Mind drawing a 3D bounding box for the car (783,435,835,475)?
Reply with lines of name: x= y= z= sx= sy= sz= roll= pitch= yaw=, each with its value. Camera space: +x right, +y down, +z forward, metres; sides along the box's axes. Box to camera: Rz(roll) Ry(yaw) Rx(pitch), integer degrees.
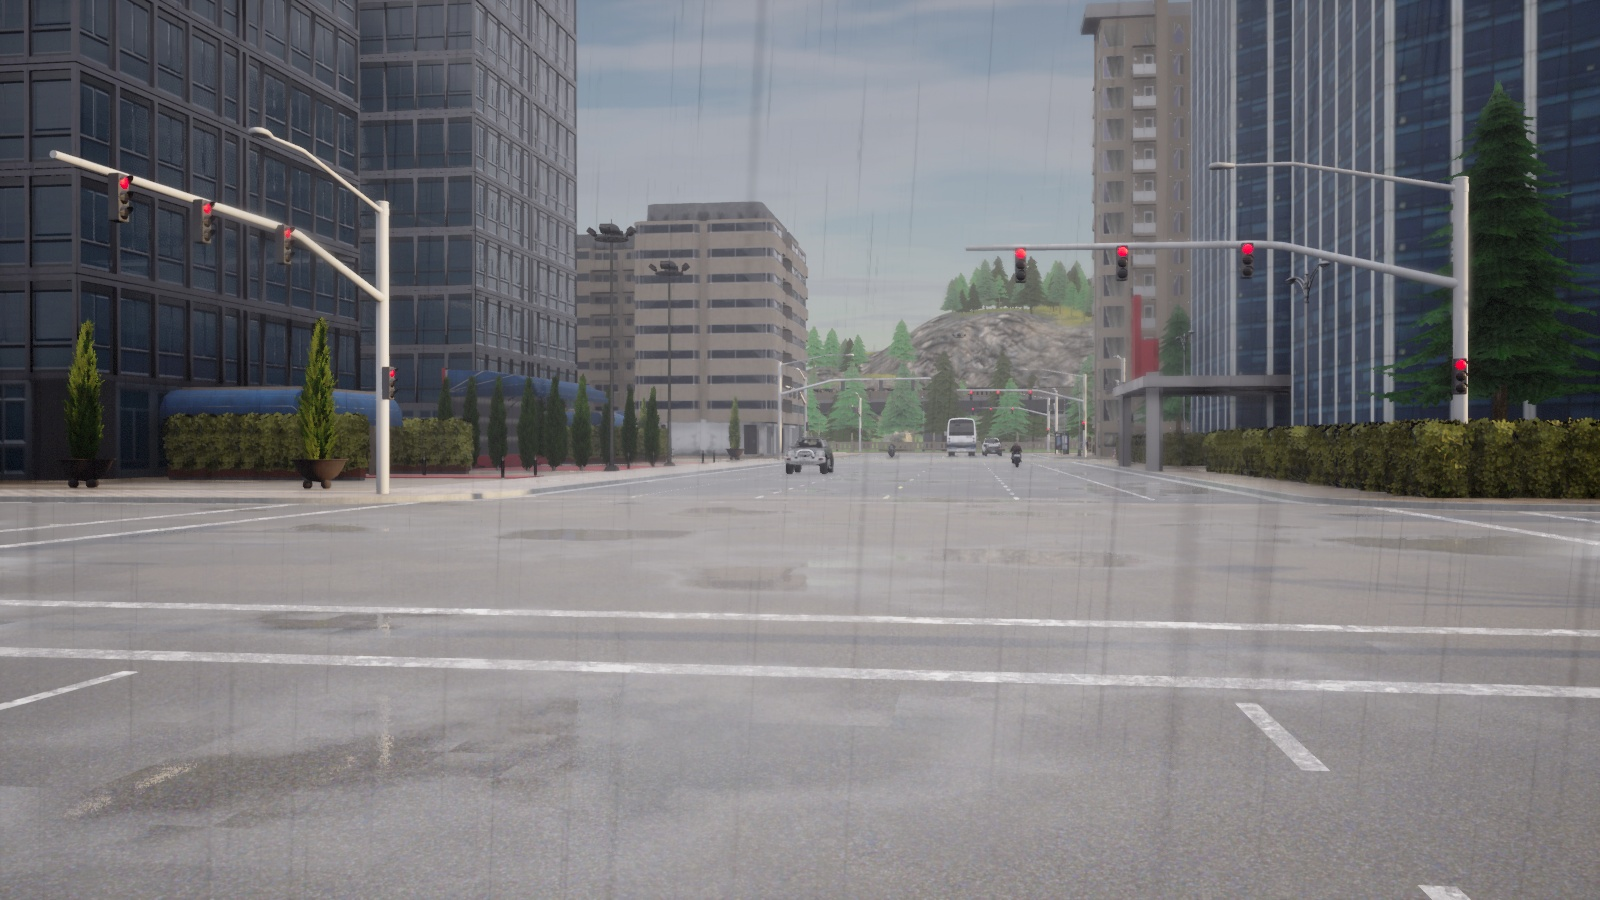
car: x=0.477 y=0.223 z=60.295 sx=1.932 sy=1.855 sz=4.605 roll=0 pitch=0 yaw=7
